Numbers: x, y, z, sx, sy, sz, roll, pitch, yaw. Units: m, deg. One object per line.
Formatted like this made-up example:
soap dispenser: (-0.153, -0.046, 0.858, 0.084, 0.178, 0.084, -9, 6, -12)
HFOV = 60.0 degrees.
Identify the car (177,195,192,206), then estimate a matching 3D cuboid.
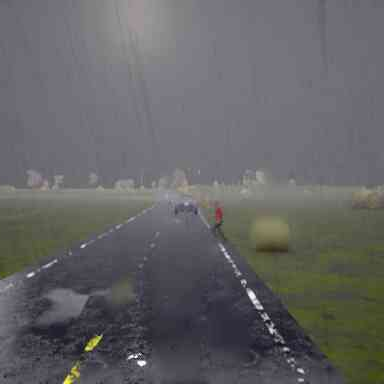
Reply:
car: (-1.089, 1.161, 47.723, 2.128, 1.511, 4.902, 0, 0, -2)

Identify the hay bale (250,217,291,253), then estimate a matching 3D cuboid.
hay bale: (2.931, 1.573, 12.520, 1.220, 1.180, 1.240, 0, 1, -1)

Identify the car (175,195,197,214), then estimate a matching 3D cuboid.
car: (-0.590, 1.136, 32.238, 2.097, 1.767, 4.553, 0, 0, -1)

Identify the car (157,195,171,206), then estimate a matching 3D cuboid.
car: (-4.040, 1.192, 48.783, 1.812, 1.442, 4.674, 0, 0, -2)

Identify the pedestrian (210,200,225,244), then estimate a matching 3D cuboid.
pedestrian: (1.033, 1.204, 13.706, 0.375, 1.860, 0.375, 0, 1, 1)
